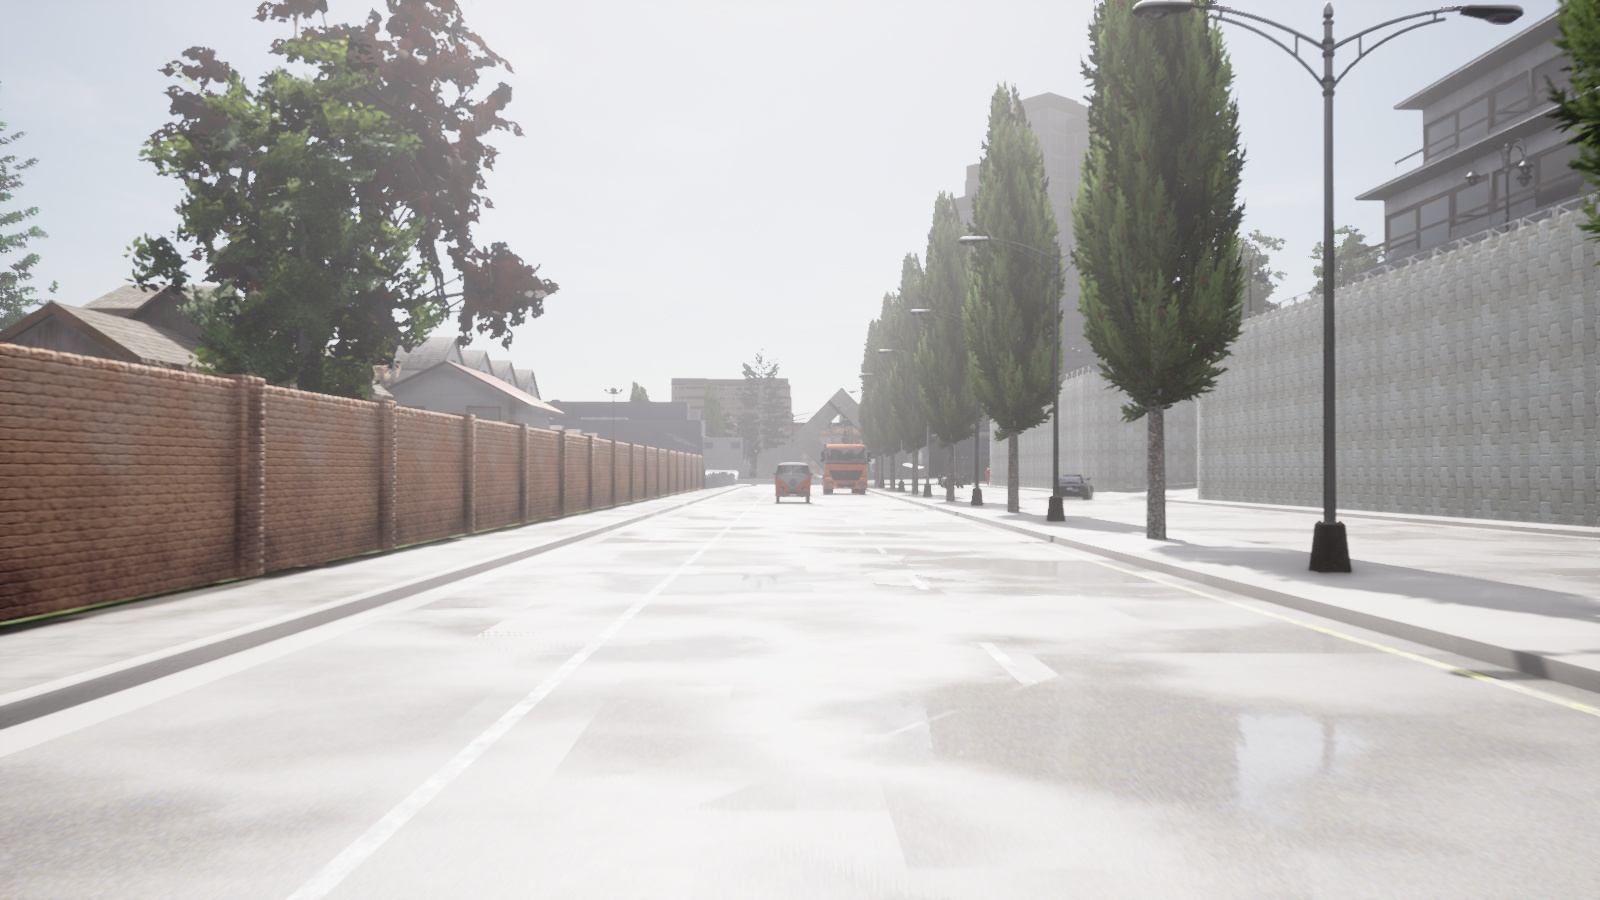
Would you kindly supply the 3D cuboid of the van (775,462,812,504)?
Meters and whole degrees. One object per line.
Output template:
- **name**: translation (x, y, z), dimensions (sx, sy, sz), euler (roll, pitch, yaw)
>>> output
- **van**: translation (-0.320, 1.600, 61.606), dimensions (1.775, 1.987, 4.442), euler (0, -1, 0)

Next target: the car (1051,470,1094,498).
- **car**: translation (15.688, 1.941, 72.130), dimensions (1.994, 1.385, 4.181), euler (-1, 1, 17)

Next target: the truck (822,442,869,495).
- **truck**: translation (3.049, 1.274, 86.817), dimensions (2.891, 3.462, 7.936), euler (0, -1, 0)
